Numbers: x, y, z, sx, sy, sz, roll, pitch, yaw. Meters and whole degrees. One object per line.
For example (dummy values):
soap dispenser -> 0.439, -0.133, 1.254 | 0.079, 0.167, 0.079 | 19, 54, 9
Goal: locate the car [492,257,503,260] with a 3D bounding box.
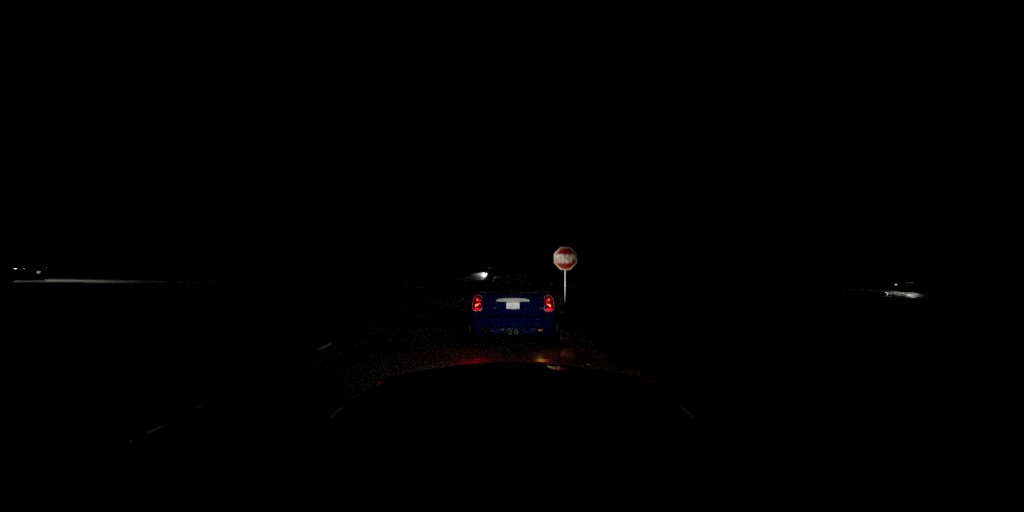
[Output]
car -> -2.743, 1.170, 64.670 | 2.150, 2.045, 5.566 | 0, -1, 1

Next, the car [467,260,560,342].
car -> 0.089, 1.104, 9.919 | 2.097, 1.767, 4.553 | 0, 0, 2

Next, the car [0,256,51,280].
car -> -32.110, 0.708, 22.475 | 4.902, 1.511, 2.128 | 1, 0, 0

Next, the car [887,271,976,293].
car -> 29.572, 1.804, 25.331 | 4.892, 1.490, 1.837 | 1, 0, 0

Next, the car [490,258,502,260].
car -> -2.803, 1.336, 46.286 | 2.128, 1.511, 4.902 | 0, 0, 0
